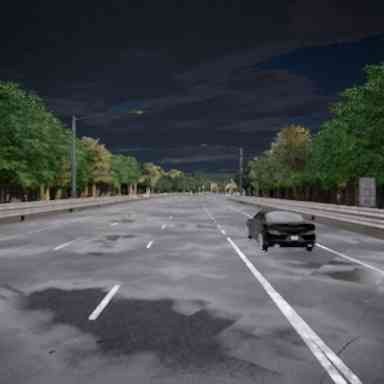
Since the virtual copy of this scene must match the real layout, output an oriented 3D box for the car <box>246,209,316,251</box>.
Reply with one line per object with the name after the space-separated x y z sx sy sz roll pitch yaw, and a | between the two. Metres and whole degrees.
3.517 1.436 13.948 1.882 1.535 5.008 0 0 0 | car
